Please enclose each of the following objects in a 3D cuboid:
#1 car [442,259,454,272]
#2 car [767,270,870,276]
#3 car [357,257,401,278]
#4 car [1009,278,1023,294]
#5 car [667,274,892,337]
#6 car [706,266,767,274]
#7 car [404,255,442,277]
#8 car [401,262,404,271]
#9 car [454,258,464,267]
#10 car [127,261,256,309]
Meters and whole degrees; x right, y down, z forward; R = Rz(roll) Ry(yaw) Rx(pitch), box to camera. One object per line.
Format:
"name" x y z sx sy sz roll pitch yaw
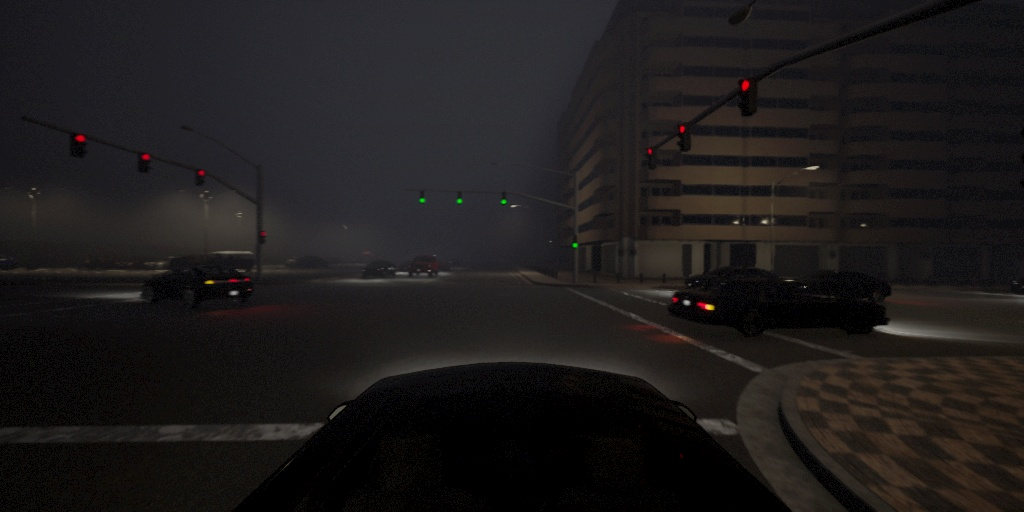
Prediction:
"car" -9.069 1.314 45.950 1.895 1.301 4.718 1 0 -2
"car" 15.071 1.389 16.868 4.674 1.442 1.812 1 0 -3
"car" -12.021 1.145 32.825 1.882 1.535 5.008 1 0 -2
"car" 32.312 1.565 21.004 4.674 1.442 1.812 1 0 -2
"car" 7.170 1.322 9.860 5.357 1.411 2.033 1 0 -7
"car" 12.385 1.343 20.242 4.892 1.490 1.837 0 0 -3
"car" -8.622 0.926 35.373 2.150 2.045 5.566 1 0 -3
"car" -12.481 1.239 43.645 1.994 1.385 4.181 1 0 -2
"car" -9.741 1.078 63.089 2.097 1.767 4.553 1 0 -2
"car" -12.264 1.102 13.973 4.902 1.511 2.128 1 0 24
